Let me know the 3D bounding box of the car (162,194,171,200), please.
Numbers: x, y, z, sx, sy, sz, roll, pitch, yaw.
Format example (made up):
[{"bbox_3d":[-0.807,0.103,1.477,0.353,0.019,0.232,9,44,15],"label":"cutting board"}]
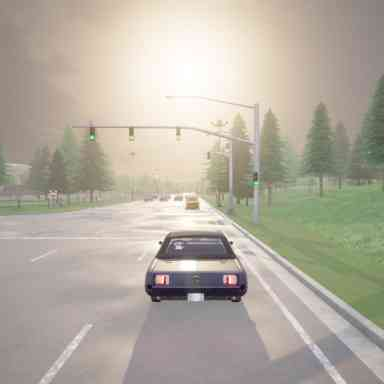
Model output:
[{"bbox_3d":[-6.838,1.372,90.911,2.033,1.411,5.357,0,0,0],"label":"car"}]

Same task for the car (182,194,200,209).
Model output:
[{"bbox_3d":[-0.027,1.077,46.411,1.882,1.535,5.008,-3,17,-2],"label":"car"}]

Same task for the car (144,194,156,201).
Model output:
[{"bbox_3d":[-10.357,1.531,80.497,2.033,1.411,5.357,0,0,0],"label":"car"}]

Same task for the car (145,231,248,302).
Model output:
[{"bbox_3d":[0.094,1.601,8.191,1.895,1.301,4.718,0,0,0],"label":"car"}]

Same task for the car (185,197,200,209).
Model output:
[{"bbox_3d":[0.065,1.576,49.859,2.033,1.411,5.357,-1,1,0],"label":"car"}]

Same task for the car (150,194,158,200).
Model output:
[{"bbox_3d":[-10.338,1.332,90.917,1.837,1.490,4.892,0,0,0],"label":"car"}]

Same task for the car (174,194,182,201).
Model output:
[{"bbox_3d":[-3.356,1.545,80.901,1.994,1.385,4.181,0,0,0],"label":"car"}]

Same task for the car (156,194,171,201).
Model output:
[{"bbox_3d":[-6.857,1.531,80.491,2.033,1.411,5.357,0,0,0],"label":"car"}]

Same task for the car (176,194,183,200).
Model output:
[{"bbox_3d":[-3.338,1.357,90.904,1.812,1.442,4.674,0,0,0],"label":"car"}]
